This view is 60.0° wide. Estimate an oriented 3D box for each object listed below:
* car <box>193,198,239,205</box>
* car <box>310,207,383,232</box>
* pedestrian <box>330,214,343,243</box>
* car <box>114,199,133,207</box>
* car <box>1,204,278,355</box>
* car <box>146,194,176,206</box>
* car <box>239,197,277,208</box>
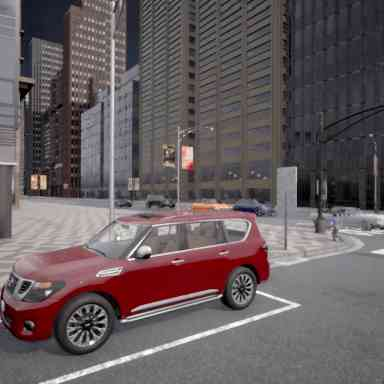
[{"bbox_3d":[1.934,1.407,31.945,2.097,1.767,4.553,1,-1,-36],"label":"car"},{"bbox_3d":[9.785,1.599,20.485,1.895,1.301,4.718,1,-1,-31],"label":"car"},{"bbox_3d":[6.012,1.424,13.878,0.375,1.300,0.375,1,0,-36],"label":"pedestrian"},{"bbox_3d":[-10.715,1.687,49.590,2.033,1.411,5.357,1,-1,-35],"label":"car"},{"bbox_3d":[-0.683,1.316,6.282,5.009,1.841,2.192,0,0,-36],"label":"car"},{"bbox_3d":[-4.405,1.359,46.332,2.150,2.045,5.566,1,0,-36],"label":"car"},{"bbox_3d":[6.034,1.420,31.812,2.097,1.767,4.553,1,0,-36],"label":"car"}]
